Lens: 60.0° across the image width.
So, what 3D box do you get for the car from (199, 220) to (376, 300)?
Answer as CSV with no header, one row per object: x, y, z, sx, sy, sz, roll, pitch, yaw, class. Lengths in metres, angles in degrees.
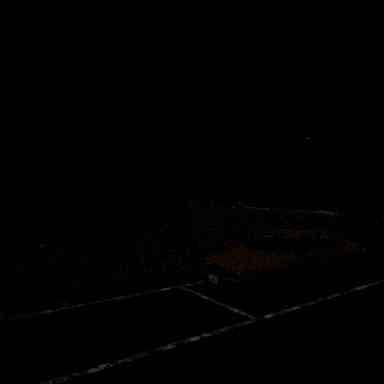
2.432,1.527,8.389,4.829,1.417,1.752,0,1,-35,car

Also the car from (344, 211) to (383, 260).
7.196,1.547,11.688,4.507,1.381,1.887,0,1,-35,car

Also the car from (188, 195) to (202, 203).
-0.376,1.196,58.003,1.895,1.301,4.718,1,0,-34,car

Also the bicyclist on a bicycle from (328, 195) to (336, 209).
16.404,1.159,38.940,1.656,1.620,0.582,0,0,-34,bicyclist on a bicycle

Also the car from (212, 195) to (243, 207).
4.752,1.180,44.934,2.128,1.511,4.902,1,0,-34,car

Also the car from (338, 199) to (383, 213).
15.512,1.339,29.330,1.882,1.535,5.008,1,0,-37,car
